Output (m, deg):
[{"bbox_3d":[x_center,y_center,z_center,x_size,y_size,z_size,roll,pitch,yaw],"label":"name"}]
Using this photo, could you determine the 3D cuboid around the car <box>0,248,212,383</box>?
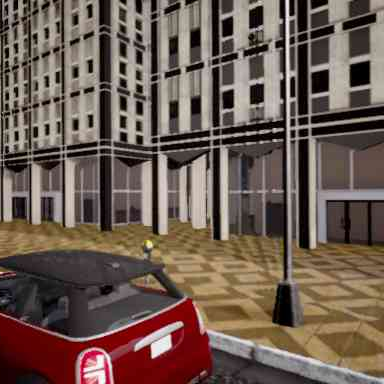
[{"bbox_3d":[-1.863,1.457,4.208,4.097,1.590,1.967,0,0,35],"label":"car"}]
